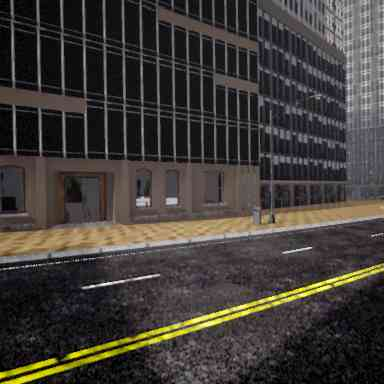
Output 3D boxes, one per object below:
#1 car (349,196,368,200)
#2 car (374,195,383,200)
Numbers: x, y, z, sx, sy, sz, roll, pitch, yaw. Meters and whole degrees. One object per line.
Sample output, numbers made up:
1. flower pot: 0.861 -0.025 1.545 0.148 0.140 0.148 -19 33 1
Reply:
1. car: 42.155 1.374 84.187 4.206 1.307 1.802 0 1 44
2. car: 46.210 1.390 80.202 4.313 1.339 1.947 0 1 44
